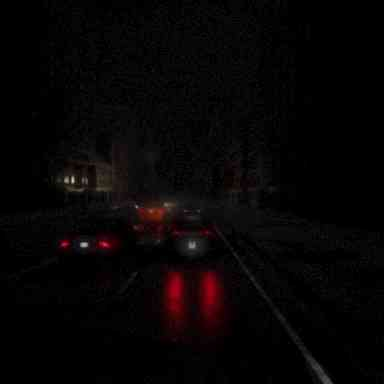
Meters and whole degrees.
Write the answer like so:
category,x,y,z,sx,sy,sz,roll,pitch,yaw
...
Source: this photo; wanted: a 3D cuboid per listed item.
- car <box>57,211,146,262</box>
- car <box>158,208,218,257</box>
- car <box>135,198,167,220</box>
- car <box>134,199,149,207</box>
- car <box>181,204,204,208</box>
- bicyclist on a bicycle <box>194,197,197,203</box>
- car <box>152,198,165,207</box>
category,x,y,z,sx,sy,sz,roll,pitch,yaw
car,-3.238,1.661,12.515,2.033,1.411,5.357,0,0,0
car,0.023,1.615,13.492,2.128,1.511,4.902,0,0,0
car,-3.224,1.592,28.404,2.097,1.767,4.553,0,-1,0
car,-9.746,2.067,64.875,2.033,1.411,5.357,0,-1,0
car,0.026,1.735,28.493,2.128,1.511,4.902,0,0,0
bicyclist on a bicycle,0.910,2.213,87.302,0.582,1.620,1.656,0,-1,0
car,-6.507,2.018,65.007,2.128,1.511,4.902,0,0,1
